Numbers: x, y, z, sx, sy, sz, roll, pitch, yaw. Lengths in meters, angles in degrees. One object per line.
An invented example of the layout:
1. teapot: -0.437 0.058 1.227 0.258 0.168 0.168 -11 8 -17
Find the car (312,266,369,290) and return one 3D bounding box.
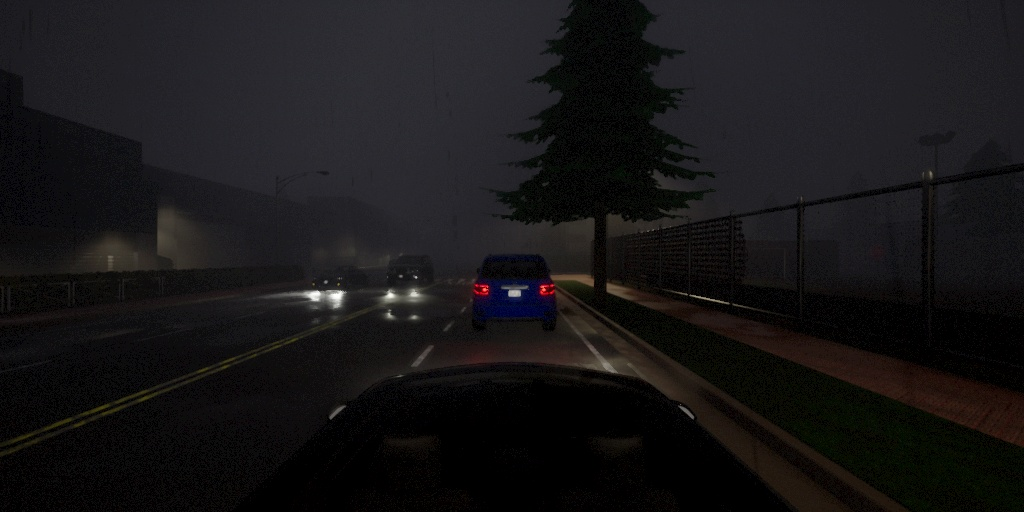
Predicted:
1. car: -10.626 1.301 22.462 1.994 1.385 4.181 0 0 0

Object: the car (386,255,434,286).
1. car: -7.104 0.942 25.634 2.150 2.045 5.566 0 0 0

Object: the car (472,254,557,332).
1. car: 0.055 0.966 11.036 2.150 2.045 5.566 0 0 0
